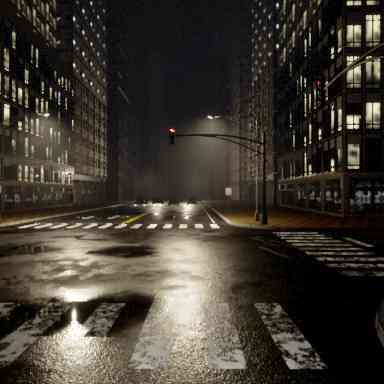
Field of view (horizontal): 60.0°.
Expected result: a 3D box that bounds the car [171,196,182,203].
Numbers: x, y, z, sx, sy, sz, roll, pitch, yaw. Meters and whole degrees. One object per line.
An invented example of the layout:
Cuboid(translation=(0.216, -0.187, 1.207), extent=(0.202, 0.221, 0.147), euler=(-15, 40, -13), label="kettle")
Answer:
Cuboid(translation=(-3.249, 1.523, 70.077), extent=(1.994, 1.385, 4.181), euler=(0, 0, 0), label="car")

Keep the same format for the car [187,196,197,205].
Cuboid(translation=(0.001, 1.648, 60.075), extent=(2.033, 1.411, 5.357), euler=(0, 0, 0), label="car")

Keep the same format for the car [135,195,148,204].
Cuboid(translation=(-9.749, 1.468, 64.274), extent=(2.097, 1.767, 4.553), euler=(0, 0, 0), label="car")

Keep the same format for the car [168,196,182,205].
Cuboid(translation=(-3.249, 1.647, 59.658), extent=(2.033, 1.411, 5.357), euler=(0, 0, 0), label="car")

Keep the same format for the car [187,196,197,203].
Cuboid(translation=(0.001, 1.583, 70.523), extent=(1.895, 1.301, 4.718), euler=(0, 0, 0), label="car")

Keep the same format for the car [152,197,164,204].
Cuboid(translation=(-6.499, 1.680, 64.243), extent=(1.994, 1.385, 4.181), euler=(0, 0, 0), label="car")
